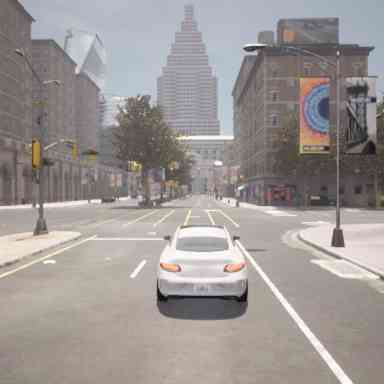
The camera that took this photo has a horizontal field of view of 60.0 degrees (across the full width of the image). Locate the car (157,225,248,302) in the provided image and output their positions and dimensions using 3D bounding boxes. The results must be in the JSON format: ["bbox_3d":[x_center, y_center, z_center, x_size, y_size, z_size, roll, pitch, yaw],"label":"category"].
[{"bbox_3d":[0.240,1.524,8.163,1.812,1.442,4.674,0,0,1],"label":"car"}]

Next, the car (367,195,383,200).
[{"bbox_3d":[35.820,1.469,67.513,2.231,1.521,4.892,0,0,1],"label":"car"}]

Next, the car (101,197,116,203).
[{"bbox_3d":[-16.892,1.584,67.190,1.895,1.301,4.718,0,0,1],"label":"car"}]
